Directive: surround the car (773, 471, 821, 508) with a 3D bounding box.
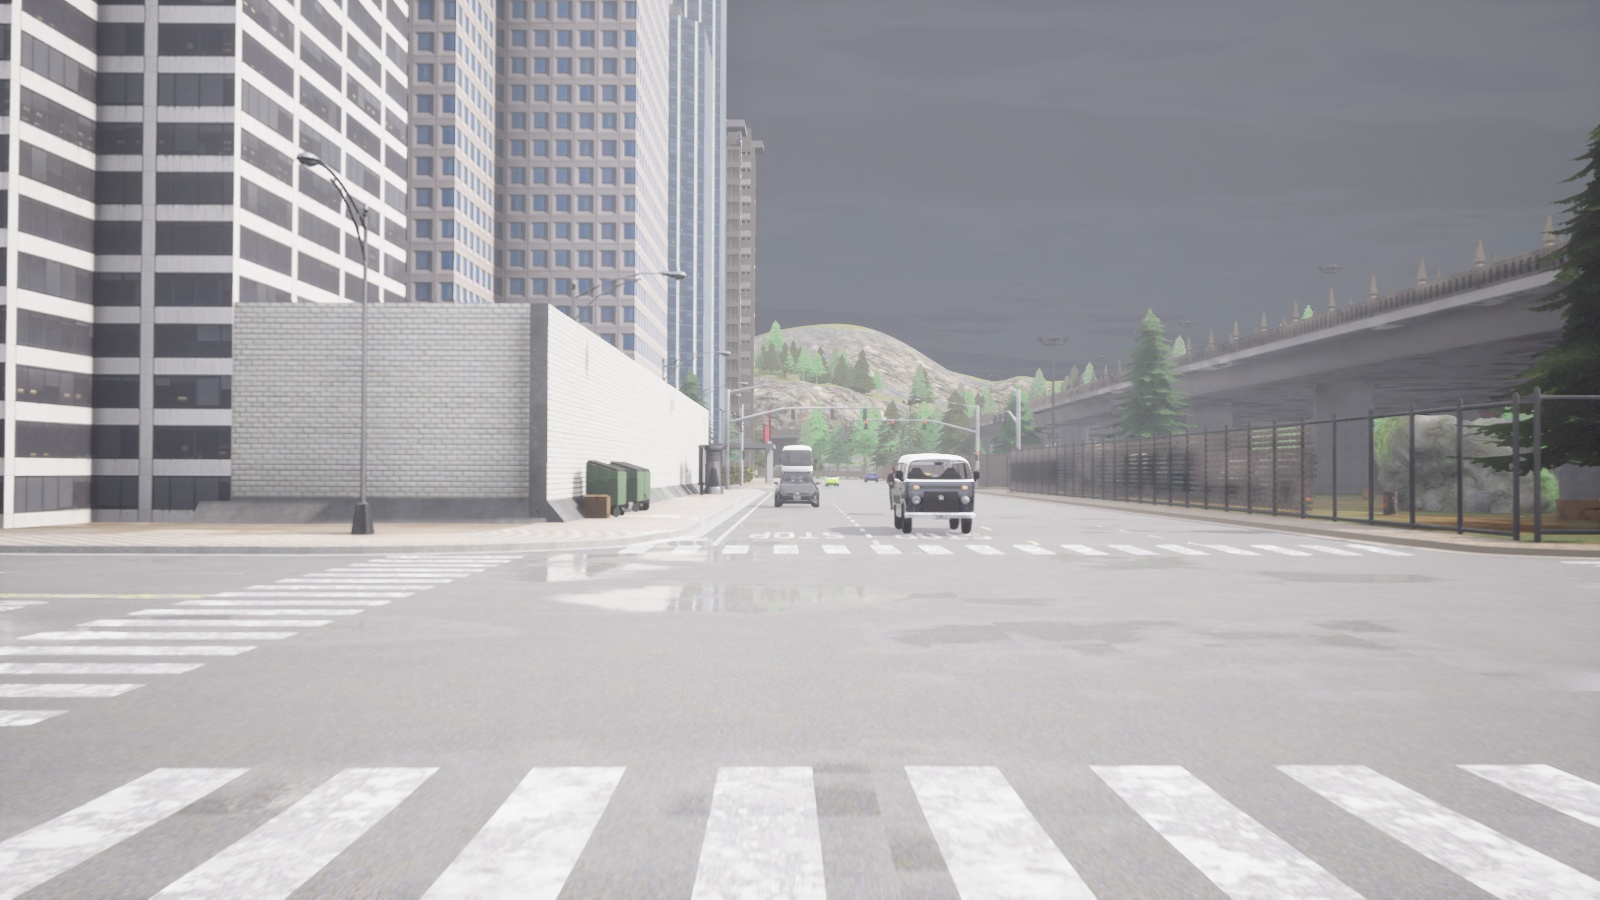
[{"bbox_3d":[-0.123,1.676,54.589,2.007,1.525,4.514,0,-1,0],"label":"car"}]

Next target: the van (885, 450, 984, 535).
[{"bbox_3d":[3.425,1.072,32.751,2.069,2.038,4.480,0,-1,0],"label":"van"}]
